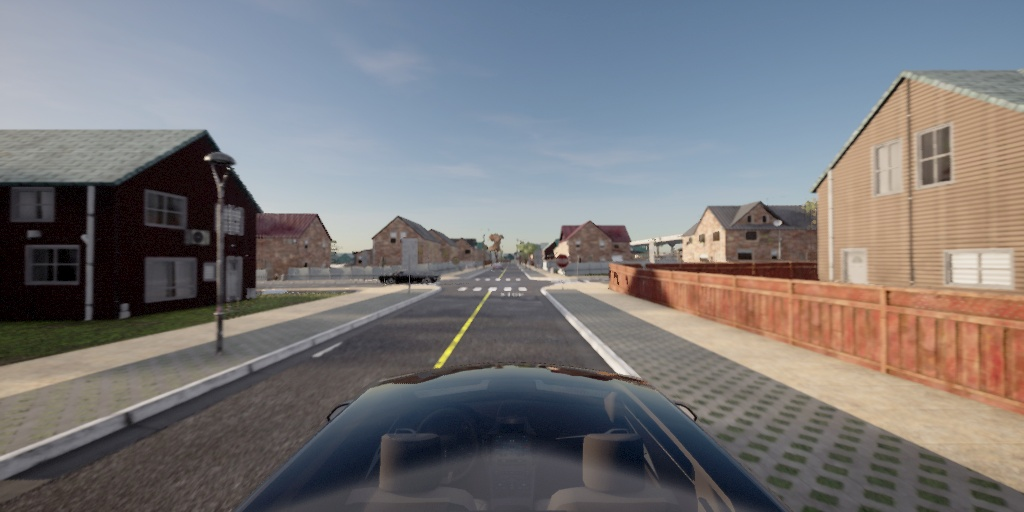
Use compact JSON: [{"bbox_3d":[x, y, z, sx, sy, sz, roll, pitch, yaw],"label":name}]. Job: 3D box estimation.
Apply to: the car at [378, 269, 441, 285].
[{"bbox_3d":[-8.269,1.747,29.333,4.718,1.301,1.895,-1,-1,1],"label":"car"}]
